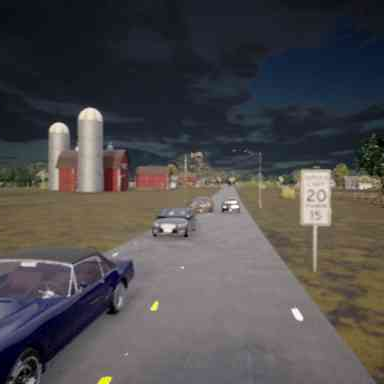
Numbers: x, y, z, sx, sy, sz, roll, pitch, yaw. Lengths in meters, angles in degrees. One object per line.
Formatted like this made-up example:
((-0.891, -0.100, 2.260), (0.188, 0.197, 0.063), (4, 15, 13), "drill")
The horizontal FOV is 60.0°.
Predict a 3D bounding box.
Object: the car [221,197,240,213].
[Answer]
((4.113, 1.479, 35.193), (1.895, 1.301, 4.718), (1, 1, 7), "car")

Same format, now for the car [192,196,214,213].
((1.156, 1.214, 34.494), (2.097, 1.767, 4.553), (1, 1, 7), "car")

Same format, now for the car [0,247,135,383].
((-2.406, 1.620, 5.029), (1.895, 1.301, 4.718), (1, 0, 7), "car")

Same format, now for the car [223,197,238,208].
((5.262, 1.353, 45.306), (1.895, 1.301, 4.718), (1, 1, 7), "car")

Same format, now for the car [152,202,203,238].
((-0.846, 1.537, 18.097), (2.128, 1.511, 4.902), (1, 0, 7), "car")
